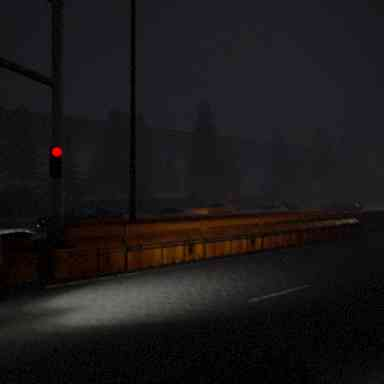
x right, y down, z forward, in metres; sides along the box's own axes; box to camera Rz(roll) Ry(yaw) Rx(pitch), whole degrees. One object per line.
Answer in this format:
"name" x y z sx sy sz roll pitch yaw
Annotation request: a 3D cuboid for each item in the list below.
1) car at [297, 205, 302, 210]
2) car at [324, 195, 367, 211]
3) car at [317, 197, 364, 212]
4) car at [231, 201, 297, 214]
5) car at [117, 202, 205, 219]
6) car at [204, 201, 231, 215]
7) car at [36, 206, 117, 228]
"car" 8.608 1.591 31.646 4.181 1.385 1.994 -1 0 -35
"car" 17.601 1.243 38.108 5.357 1.411 2.033 -4 2 -35
"car" 13.849 1.510 31.089 5.357 1.411 2.033 -2 1 -35
"car" 5.506 1.560 25.127 4.674 1.442 1.812 0 0 -36
"car" -1.768 1.544 19.927 4.674 1.442 1.812 0 0 -36
"car" 1.298 1.507 26.418 5.008 1.535 1.882 0 0 -35
"car" -6.698 1.560 20.710 5.357 1.411 2.033 0 0 -35
